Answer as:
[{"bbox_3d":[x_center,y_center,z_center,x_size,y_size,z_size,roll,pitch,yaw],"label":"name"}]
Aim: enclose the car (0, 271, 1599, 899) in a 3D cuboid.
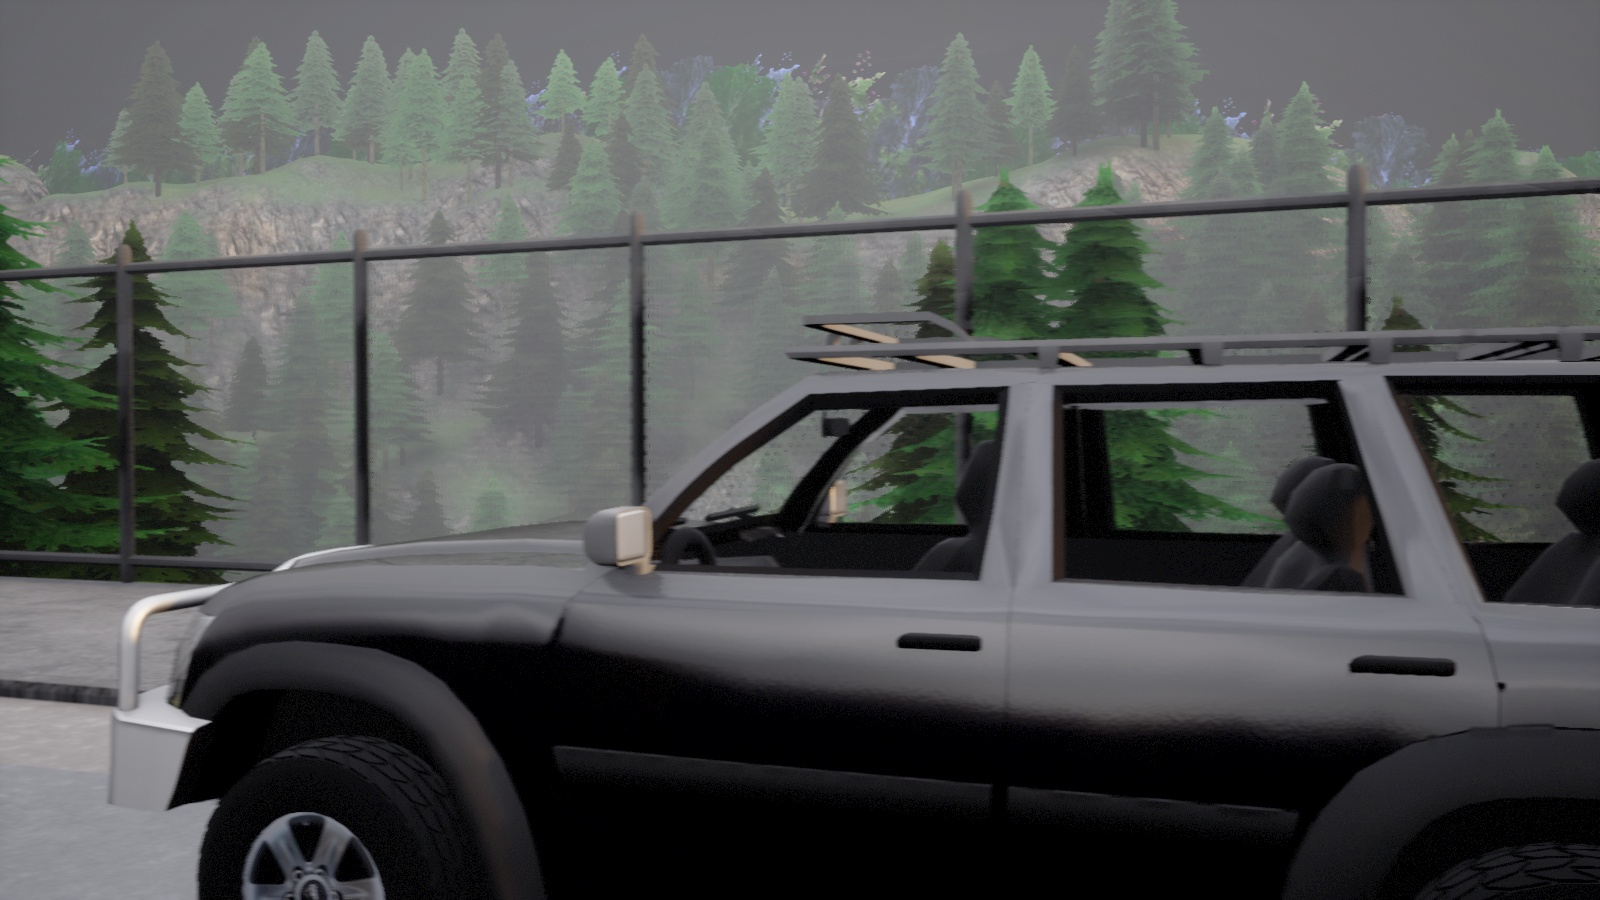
[{"bbox_3d":[0.283,0.586,3.621,4.605,1.855,1.932,1,1,19],"label":"car"}]
